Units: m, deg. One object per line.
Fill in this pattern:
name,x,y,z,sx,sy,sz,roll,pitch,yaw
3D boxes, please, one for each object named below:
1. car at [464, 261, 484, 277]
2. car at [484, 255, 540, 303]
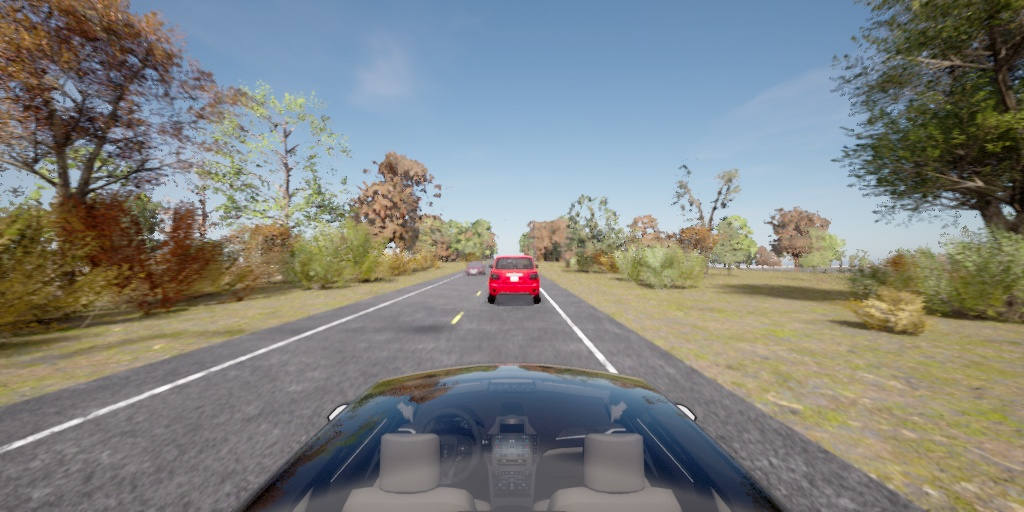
car,-3.687,1.276,36.473,1.812,1.442,4.674,0,0,0
car,0.091,0.974,16.749,2.150,2.045,5.566,0,0,0
